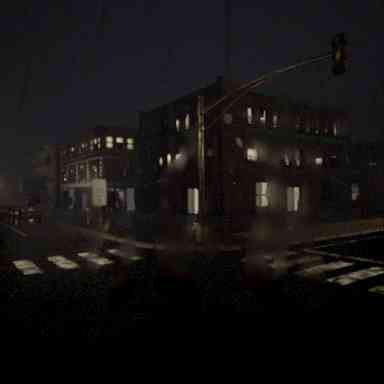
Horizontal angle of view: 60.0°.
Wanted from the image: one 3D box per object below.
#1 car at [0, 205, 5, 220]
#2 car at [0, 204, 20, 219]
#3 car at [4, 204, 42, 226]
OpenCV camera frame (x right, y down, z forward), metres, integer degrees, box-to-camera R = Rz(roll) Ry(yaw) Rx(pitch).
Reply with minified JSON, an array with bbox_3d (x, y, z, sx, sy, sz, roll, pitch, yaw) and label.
[{"bbox_3d":[-15.851,1.879,29.812,1.802,1.307,4.206,-2,1,-35],"label":"car"},{"bbox_3d":[-19.060,1.941,34.321,1.802,1.307,4.206,-2,1,-35],"label":"car"},{"bbox_3d":[-12.641,1.785,25.303,2.008,1.369,4.403,-2,0,-35],"label":"car"}]
